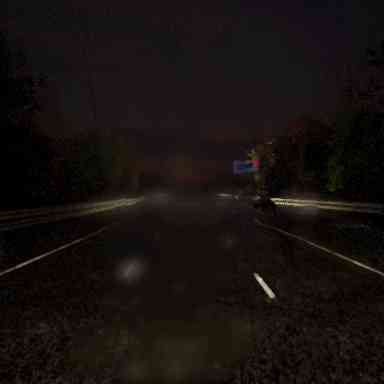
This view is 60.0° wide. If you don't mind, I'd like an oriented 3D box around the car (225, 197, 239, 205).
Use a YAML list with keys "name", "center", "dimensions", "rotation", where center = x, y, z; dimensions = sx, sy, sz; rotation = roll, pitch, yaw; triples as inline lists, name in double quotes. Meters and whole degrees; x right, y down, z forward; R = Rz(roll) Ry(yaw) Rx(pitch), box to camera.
- name: "car"
  center: [7.221, 1.610, 60.329]
  dimensions: [2.033, 1.411, 5.357]
  rotation: [0, 0, -4]

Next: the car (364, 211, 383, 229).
- name: "car"
  center: [13.028, 1.752, 21.036]
  dimensions: [1.994, 1.385, 4.181]
  rotation: [0, 1, -13]

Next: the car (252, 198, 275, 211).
- name: "car"
  center: [9.101, 1.563, 42.563]
  dimensions: [1.837, 1.490, 4.892]
  rotation: [0, 0, -8]

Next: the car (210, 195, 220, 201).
- name: "car"
  center: [6.419, 1.596, 88.171]
  dimensions: [1.882, 1.535, 5.008]
  rotation: [0, 0, 0]
